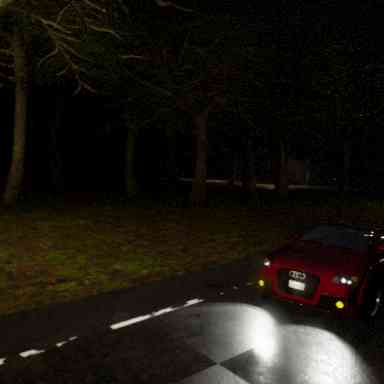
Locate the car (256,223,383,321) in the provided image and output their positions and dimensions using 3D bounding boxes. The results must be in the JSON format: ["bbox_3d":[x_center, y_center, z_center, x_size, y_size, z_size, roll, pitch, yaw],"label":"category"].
[{"bbox_3d":[3.215,1.388,7.033,4.181,1.385,1.994,-1,3,-44],"label":"car"}]
